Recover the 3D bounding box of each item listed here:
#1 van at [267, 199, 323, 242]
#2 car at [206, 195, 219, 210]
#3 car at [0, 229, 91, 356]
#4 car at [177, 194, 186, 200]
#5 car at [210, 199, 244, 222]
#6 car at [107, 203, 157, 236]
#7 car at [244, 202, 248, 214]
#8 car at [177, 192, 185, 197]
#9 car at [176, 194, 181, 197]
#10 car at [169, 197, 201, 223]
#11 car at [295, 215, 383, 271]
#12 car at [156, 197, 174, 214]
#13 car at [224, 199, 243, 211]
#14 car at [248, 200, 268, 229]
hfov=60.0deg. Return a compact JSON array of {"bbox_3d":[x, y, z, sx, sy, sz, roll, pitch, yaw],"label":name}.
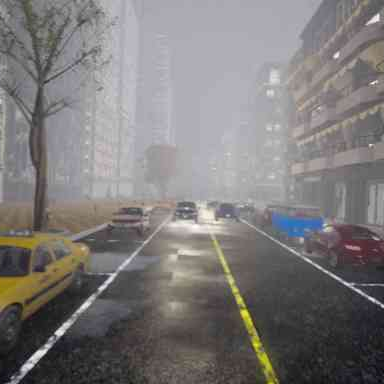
[{"bbox_3d":[5.285,1.499,17.026,1.690,1.788,3.998,2,0,0],"label":"van"},{"bbox_3d":[2.865,1.490,43.233,2.128,1.511,4.902,2,0,1],"label":"car"},{"bbox_3d":[-3.179,1.384,5.854,1.752,1.417,4.829,2,0,0],"label":"car"},{"bbox_3d":[-2.612,1.292,82.662,1.947,1.339,4.313,2,0,0],"label":"car"},{"bbox_3d":[2.736,1.560,26.979,1.812,1.442,4.674,2,0,1],"label":"car"},{"bbox_3d":[-3.098,1.415,17.089,1.802,1.307,4.206,2,0,0],"label":"car"},{"bbox_3d":[5.401,1.672,33.624,2.008,1.369,4.403,2,0,0],"label":"car"},{"bbox_3d":[-2.644,1.047,77.138,2.192,1.841,5.009,2,0,0],"label":"car"},{"bbox_3d":[-2.891,1.320,44.751,1.887,1.381,4.507,2,0,0],"label":"car"},{"bbox_3d":[-0.431,1.421,25.095,1.837,1.490,4.892,2,0,1],"label":"car"},{"bbox_3d":[5.235,1.753,11.495,1.802,1.307,4.206,2,0,0],"label":"car"},{"bbox_3d":[-2.973,1.322,33.516,1.752,1.417,4.829,2,0,0],"label":"car"},{"bbox_3d":[5.482,1.651,44.690,2.008,1.369,4.403,2,0,0],"label":"car"},{"bbox_3d":[5.323,1.586,22.559,1.967,1.590,4.097,2,0,0],"label":"car"}]
